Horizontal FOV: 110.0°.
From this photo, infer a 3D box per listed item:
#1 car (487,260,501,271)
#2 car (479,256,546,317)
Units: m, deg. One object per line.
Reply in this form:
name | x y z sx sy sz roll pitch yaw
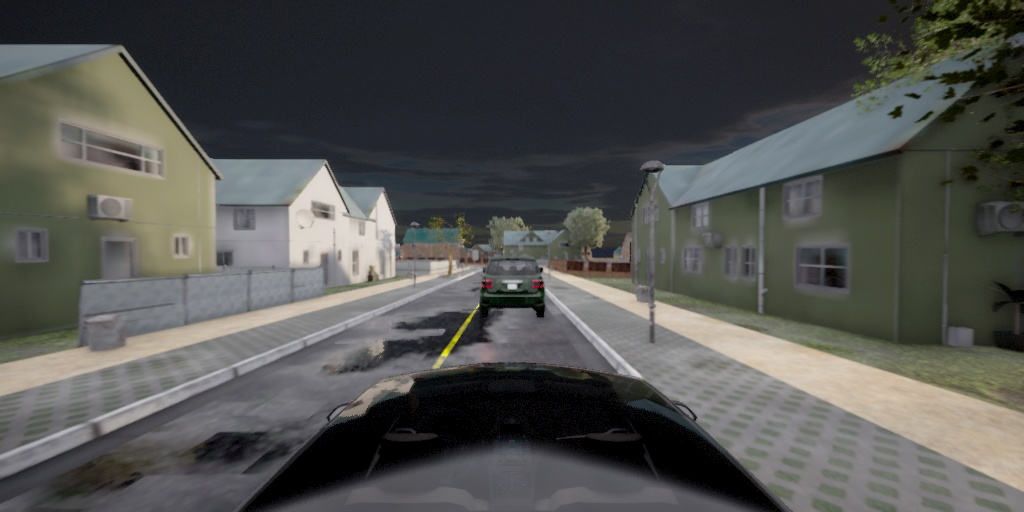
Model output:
car | -2.780 1.431 55.489 1.837 1.490 4.892 0 -1 1
car | 0.034 1.012 13.505 2.150 2.045 5.566 0 0 1
